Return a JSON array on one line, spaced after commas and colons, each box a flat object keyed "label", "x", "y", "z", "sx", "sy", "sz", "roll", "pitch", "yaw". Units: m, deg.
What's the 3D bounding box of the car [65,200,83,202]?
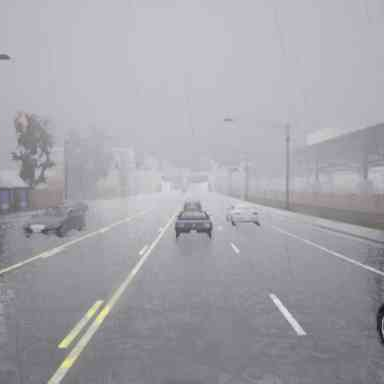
[{"label": "car", "x": -10.625, "y": 1.509, "z": 29.546, "sx": 1.882, "sy": 1.535, "sz": 5.008, "roll": 0, "pitch": 0, "yaw": 0}]

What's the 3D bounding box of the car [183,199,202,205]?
[{"label": "car", "x": 0.061, "y": 1.488, "z": 36.793, "sx": 2.163, "sy": 1.488, "sz": 4.792, "roll": 0, "pitch": 0, "yaw": 0}]

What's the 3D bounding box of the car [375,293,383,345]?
[{"label": "car", "x": 3.593, "y": 1.529, "z": 2.930, "sx": 1.812, "sy": 1.442, "sz": 4.674, "roll": 0, "pitch": 0, "yaw": 0}]

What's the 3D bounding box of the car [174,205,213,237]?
[{"label": "car", "x": 0.080, "y": 1.633, "z": 18.183, "sx": 1.895, "sy": 1.301, "sz": 4.718, "roll": 0, "pitch": 0, "yaw": 0}]

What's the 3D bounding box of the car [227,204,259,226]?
[{"label": "car", "x": 3.573, "y": 1.558, "z": 23.845, "sx": 1.812, "sy": 1.442, "sz": 4.674, "roll": 0, "pitch": 0, "yaw": 0}]

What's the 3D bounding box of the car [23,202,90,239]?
[{"label": "car", "x": -7.117, "y": 1.530, "z": 17.715, "sx": 2.128, "sy": 1.511, "sz": 4.902, "roll": 0, "pitch": 0, "yaw": 0}]
